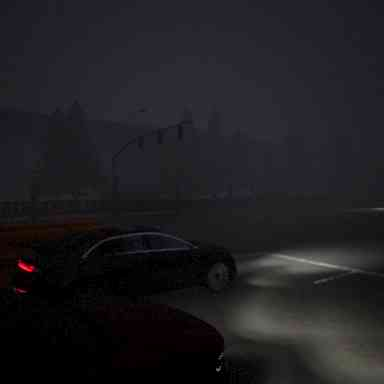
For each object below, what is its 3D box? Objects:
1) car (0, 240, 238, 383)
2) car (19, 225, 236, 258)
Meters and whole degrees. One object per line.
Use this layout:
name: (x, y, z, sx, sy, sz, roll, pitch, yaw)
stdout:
car: (-1.940, 1.478, 2.407, 5.008, 1.535, 1.882, 0, 0, -35)
car: (-1.140, 1.484, 7.256, 4.902, 1.511, 2.128, 0, 0, -35)
